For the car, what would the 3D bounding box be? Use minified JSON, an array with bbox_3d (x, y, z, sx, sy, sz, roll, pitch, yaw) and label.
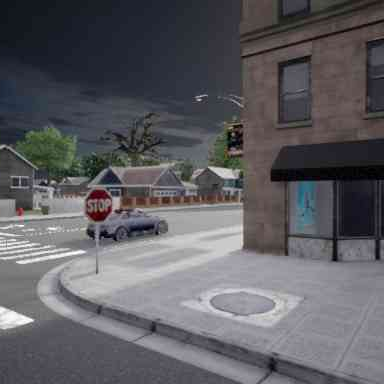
[{"bbox_3d":[-3.081,1.538,16.376,1.994,1.385,4.181,0,0,36],"label":"car"}]
